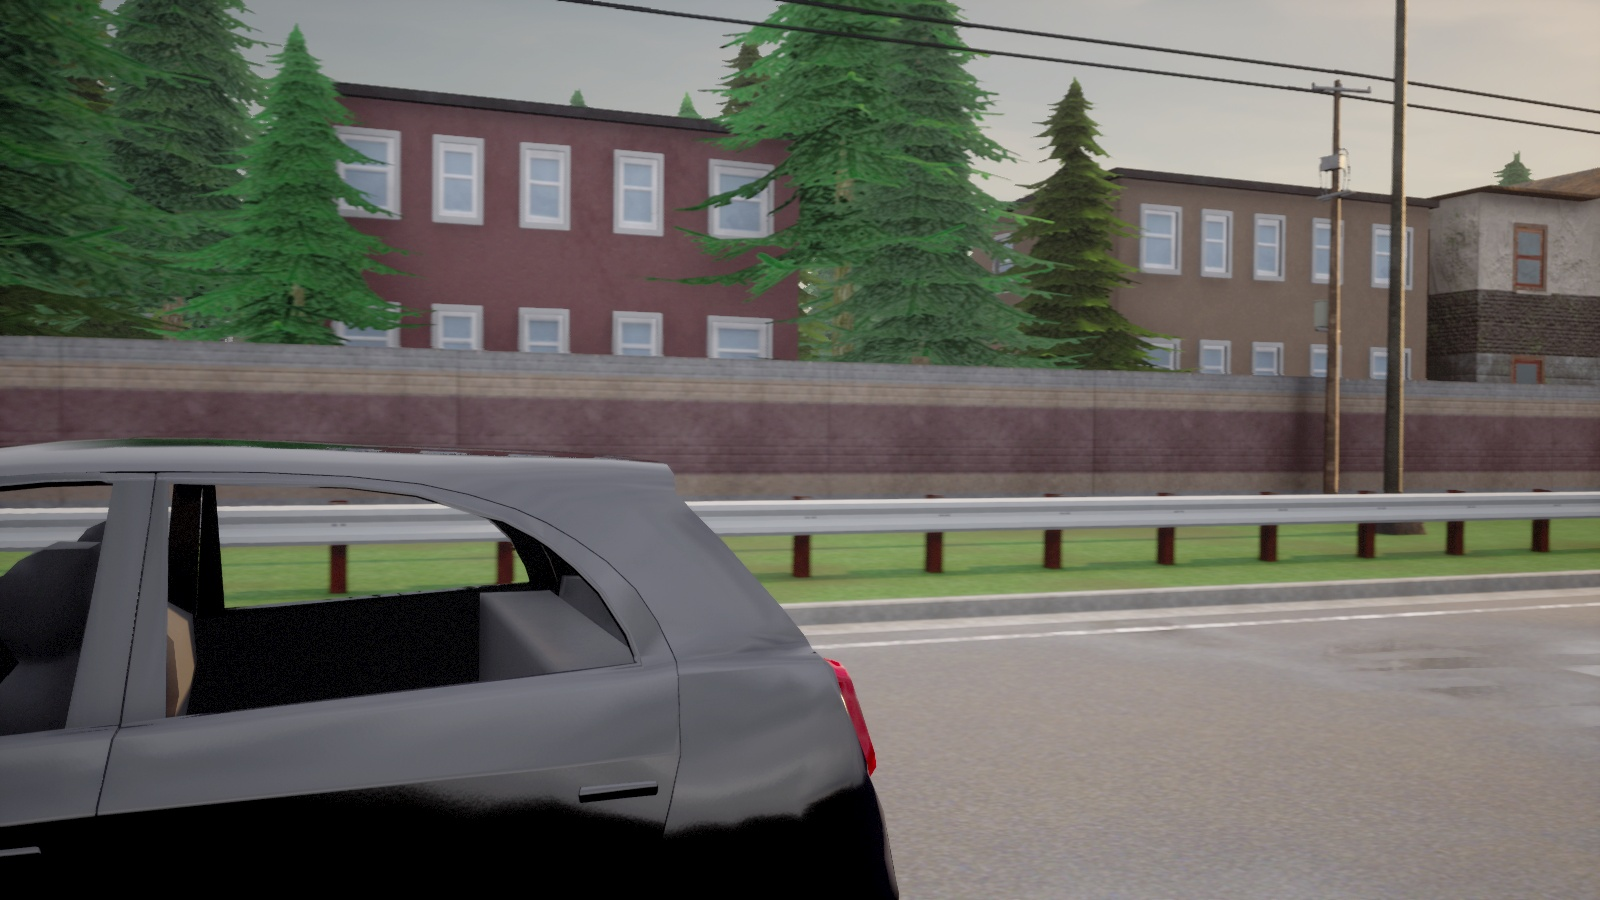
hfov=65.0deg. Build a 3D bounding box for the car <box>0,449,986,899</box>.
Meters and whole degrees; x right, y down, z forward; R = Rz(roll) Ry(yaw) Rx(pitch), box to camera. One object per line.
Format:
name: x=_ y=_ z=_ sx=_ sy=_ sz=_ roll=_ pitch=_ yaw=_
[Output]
car: x=-1.672 y=0.788 z=2.604 sx=3.633 sy=1.501 sz=1.845 roll=-1 pitch=1 yaw=-21
